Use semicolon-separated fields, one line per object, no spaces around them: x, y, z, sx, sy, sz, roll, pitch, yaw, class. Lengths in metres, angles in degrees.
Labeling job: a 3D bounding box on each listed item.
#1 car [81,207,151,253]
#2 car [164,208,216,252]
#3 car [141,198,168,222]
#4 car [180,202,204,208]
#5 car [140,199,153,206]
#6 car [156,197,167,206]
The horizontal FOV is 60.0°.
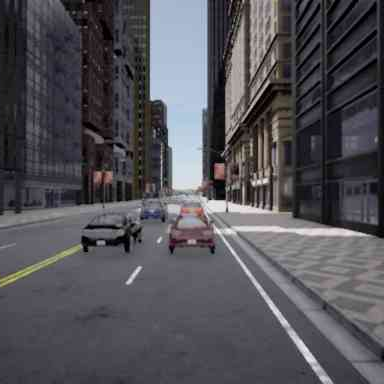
-3.244;1.626;14.301;2.128;1.511;4.902;0;0;0;car
0.007;1.660;14.385;1.812;1.442;4.674;0;0;0;car
-3.242;1.618;29.073;2.097;1.767;4.553;0;-1;0;car
0.008;1.618;29.073;2.097;1.767;4.553;0;-1;0;car
-9.736;2.185;70.973;2.128;1.511;4.902;0;-1;0;car
-6.486;2.015;71.002;2.097;1.767;4.553;0;-1;0;car
